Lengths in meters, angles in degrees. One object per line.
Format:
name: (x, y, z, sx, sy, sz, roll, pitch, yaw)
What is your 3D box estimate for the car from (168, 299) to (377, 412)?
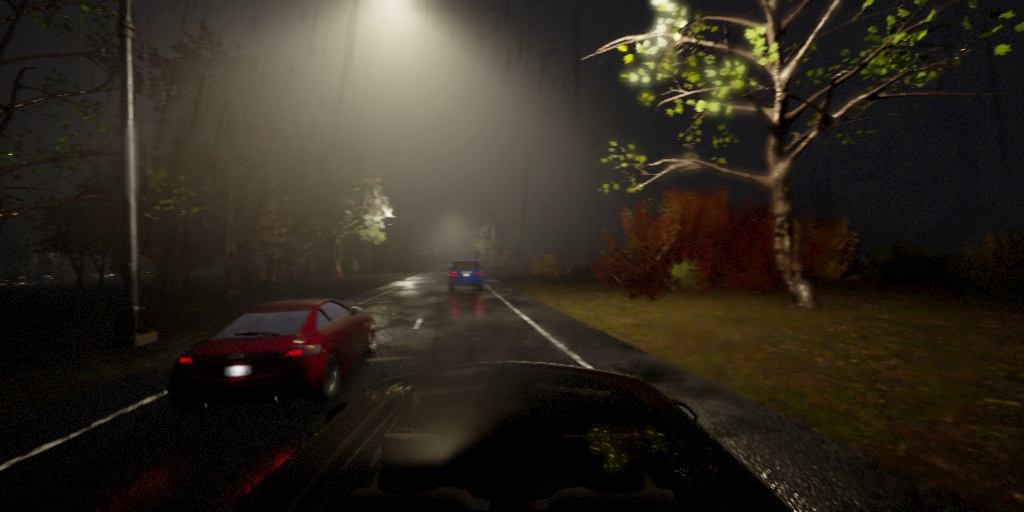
car: (-3.876, 1.478, 6.615, 1.994, 1.385, 4.181, -2, 0, -10)

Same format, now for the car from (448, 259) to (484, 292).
car: (-3.119, 1.260, 24.198, 2.150, 2.045, 5.566, -2, 0, -8)
